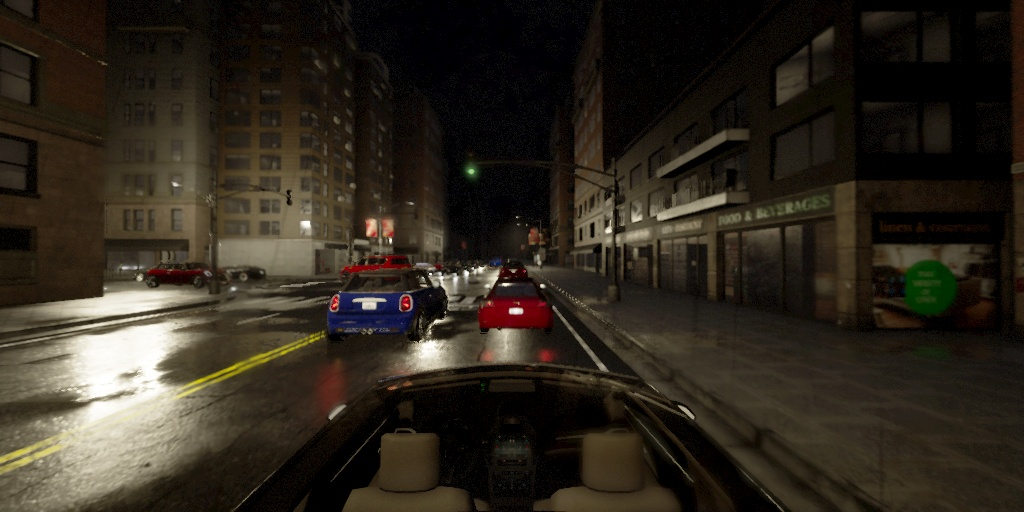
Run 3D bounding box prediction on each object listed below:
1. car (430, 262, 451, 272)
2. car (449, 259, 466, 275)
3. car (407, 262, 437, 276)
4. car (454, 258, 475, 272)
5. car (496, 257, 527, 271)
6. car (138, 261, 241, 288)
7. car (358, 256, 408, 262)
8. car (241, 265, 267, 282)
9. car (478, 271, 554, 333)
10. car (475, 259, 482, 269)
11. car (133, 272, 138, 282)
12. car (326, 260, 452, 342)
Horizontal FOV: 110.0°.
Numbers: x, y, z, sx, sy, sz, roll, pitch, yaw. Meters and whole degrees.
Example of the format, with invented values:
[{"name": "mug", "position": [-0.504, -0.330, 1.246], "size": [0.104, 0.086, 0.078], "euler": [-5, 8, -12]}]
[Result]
[{"name": "car", "position": [-9.824, 1.452, 49.329], "size": [1.895, 1.301, 4.718], "euler": [0, 0, 0]}, {"name": "car", "position": [-6.591, 1.333, 39.650], "size": [1.837, 1.490, 4.892], "euler": [0, 0, 0]}, {"name": "car", "position": [-9.844, 1.376, 39.738], "size": [2.033, 1.411, 5.357], "euler": [0, 0, 0]}, {"name": "car", "position": [-6.578, 1.355, 48.762], "size": [1.837, 1.490, 4.892], "euler": [0, 0, 0]}, {"name": "car", "position": [0.100, 1.152, 27.905], "size": [2.097, 1.767, 4.553], "euler": [0, 0, 0]}, {"name": "car", "position": [-20.790, 1.138, 23.275], "size": [4.553, 1.767, 2.097], "euler": [0, 0, 2]}, {"name": "car", "position": [-9.365, 1.018, 24.747], "size": [5.566, 2.045, 2.150], "euler": [0, -2, 30]}, {"name": "car", "position": [-22.144, 1.390, 28.831], "size": [4.313, 1.339, 1.948], "euler": [0, 0, 0]}, {"name": "car", "position": [0.101, 1.330, 10.818], "size": [1.994, 1.385, 4.181], "euler": [0, 0, 0]}, {"name": "car", "position": [-6.508, 1.379, 58.746], "size": [1.837, 1.490, 4.892], "euler": [0, 0, 1]}, {"name": "car", "position": [-27.806, 1.376, 28.858], "size": [4.403, 1.370, 2.007], "euler": [0, 0, 0]}, {"name": "car", "position": [-3.165, 1.117, 10.017], "size": [2.097, 1.767, 4.553], "euler": [0, 0, -1]}]
